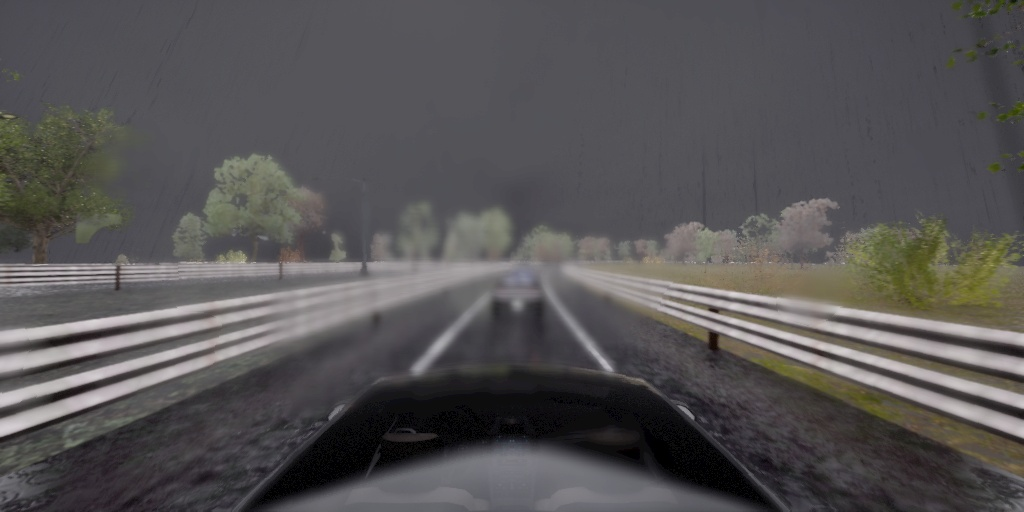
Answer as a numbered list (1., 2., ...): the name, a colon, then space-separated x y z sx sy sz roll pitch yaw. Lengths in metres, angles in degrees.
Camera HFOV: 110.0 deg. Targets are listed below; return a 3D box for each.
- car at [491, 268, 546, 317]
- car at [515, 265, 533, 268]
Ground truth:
1. car: 0.282 1.413 14.091 2.128 1.511 4.902 0 -1 2
2. car: 1.010 1.477 28.959 2.097 1.767 4.553 0 -1 4
